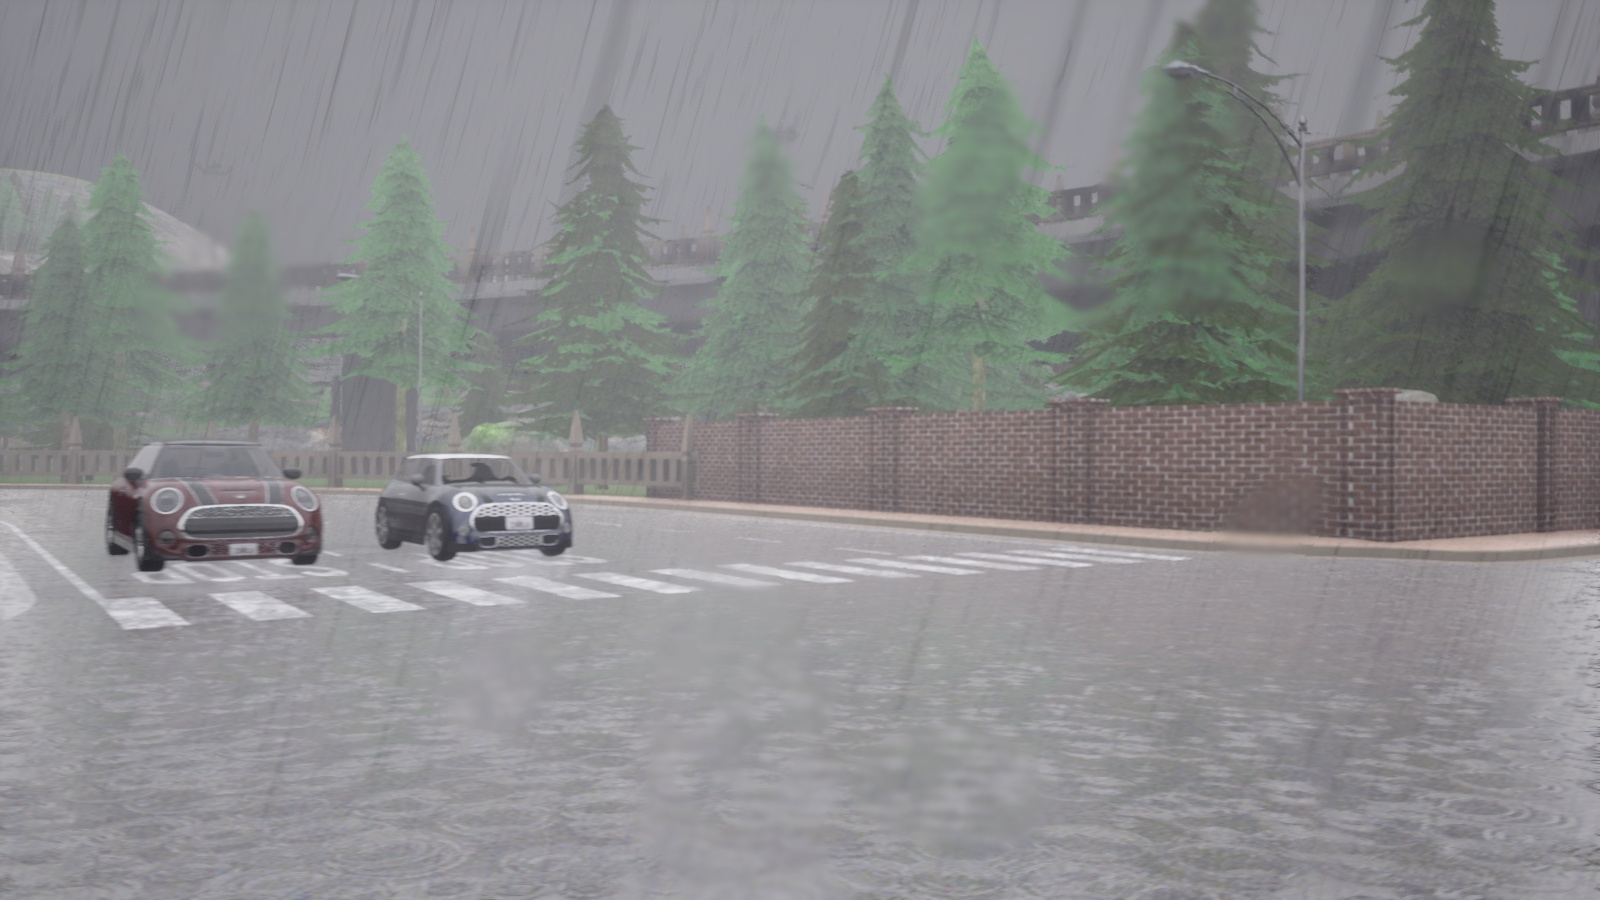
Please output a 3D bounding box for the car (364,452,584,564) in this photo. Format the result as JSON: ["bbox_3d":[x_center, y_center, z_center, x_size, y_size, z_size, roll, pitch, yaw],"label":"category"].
[{"bbox_3d":[-4.946,0.772,18.721,1.970,1.475,3.806,0,0,-35],"label":"car"}]

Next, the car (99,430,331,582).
[{"bbox_3d":[-8.069,0.661,17.085,2.097,1.767,4.553,0,0,-35],"label":"car"}]
